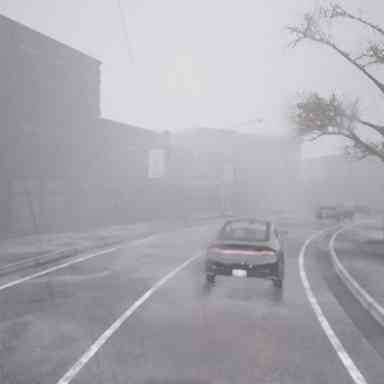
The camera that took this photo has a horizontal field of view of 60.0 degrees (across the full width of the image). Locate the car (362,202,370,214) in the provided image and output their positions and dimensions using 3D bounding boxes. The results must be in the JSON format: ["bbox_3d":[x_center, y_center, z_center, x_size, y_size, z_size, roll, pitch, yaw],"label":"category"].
[{"bbox_3d":[17.776,1.733,36.794,4.674,1.442,1.812,1,0,-31],"label":"car"}]

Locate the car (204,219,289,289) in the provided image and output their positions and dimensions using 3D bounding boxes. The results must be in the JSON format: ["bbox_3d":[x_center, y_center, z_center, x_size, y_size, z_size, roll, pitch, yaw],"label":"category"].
[{"bbox_3d":[1.647,1.523,9.436,2.128,1.511,4.902,0,0,15],"label":"car"}]

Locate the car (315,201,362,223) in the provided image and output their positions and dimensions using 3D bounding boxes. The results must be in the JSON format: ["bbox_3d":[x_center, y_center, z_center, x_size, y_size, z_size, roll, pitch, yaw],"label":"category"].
[{"bbox_3d":[11.886,1.650,27.419,2.128,1.511,4.902,1,0,43],"label":"car"}]
